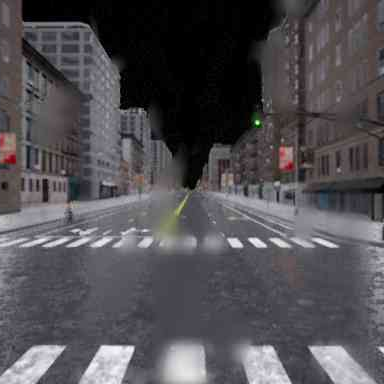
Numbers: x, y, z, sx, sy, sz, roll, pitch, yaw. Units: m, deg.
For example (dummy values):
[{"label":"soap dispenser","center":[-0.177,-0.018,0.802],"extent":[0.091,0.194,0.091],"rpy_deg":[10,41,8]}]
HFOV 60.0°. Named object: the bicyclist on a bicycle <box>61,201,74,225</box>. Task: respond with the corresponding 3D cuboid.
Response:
[{"label":"bicyclist on a bicycle","center":[-8.737,1.475,23.470],"extent":[0.866,1.612,1.509],"rpy_deg":[0,0,0]}]
